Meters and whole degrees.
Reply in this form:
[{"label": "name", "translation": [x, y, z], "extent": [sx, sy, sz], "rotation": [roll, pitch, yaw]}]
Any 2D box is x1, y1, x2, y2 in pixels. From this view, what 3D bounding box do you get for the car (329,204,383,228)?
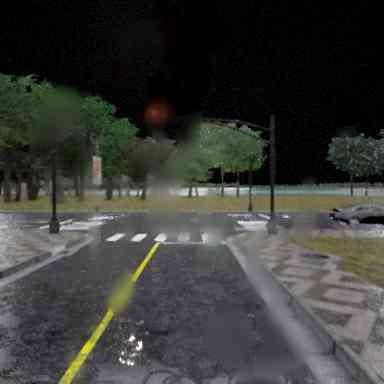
[{"label": "car", "translation": [11.542, 1.514, 21.700], "extent": [4.902, 1.511, 2.128], "rotation": [0, 0, 0]}]
